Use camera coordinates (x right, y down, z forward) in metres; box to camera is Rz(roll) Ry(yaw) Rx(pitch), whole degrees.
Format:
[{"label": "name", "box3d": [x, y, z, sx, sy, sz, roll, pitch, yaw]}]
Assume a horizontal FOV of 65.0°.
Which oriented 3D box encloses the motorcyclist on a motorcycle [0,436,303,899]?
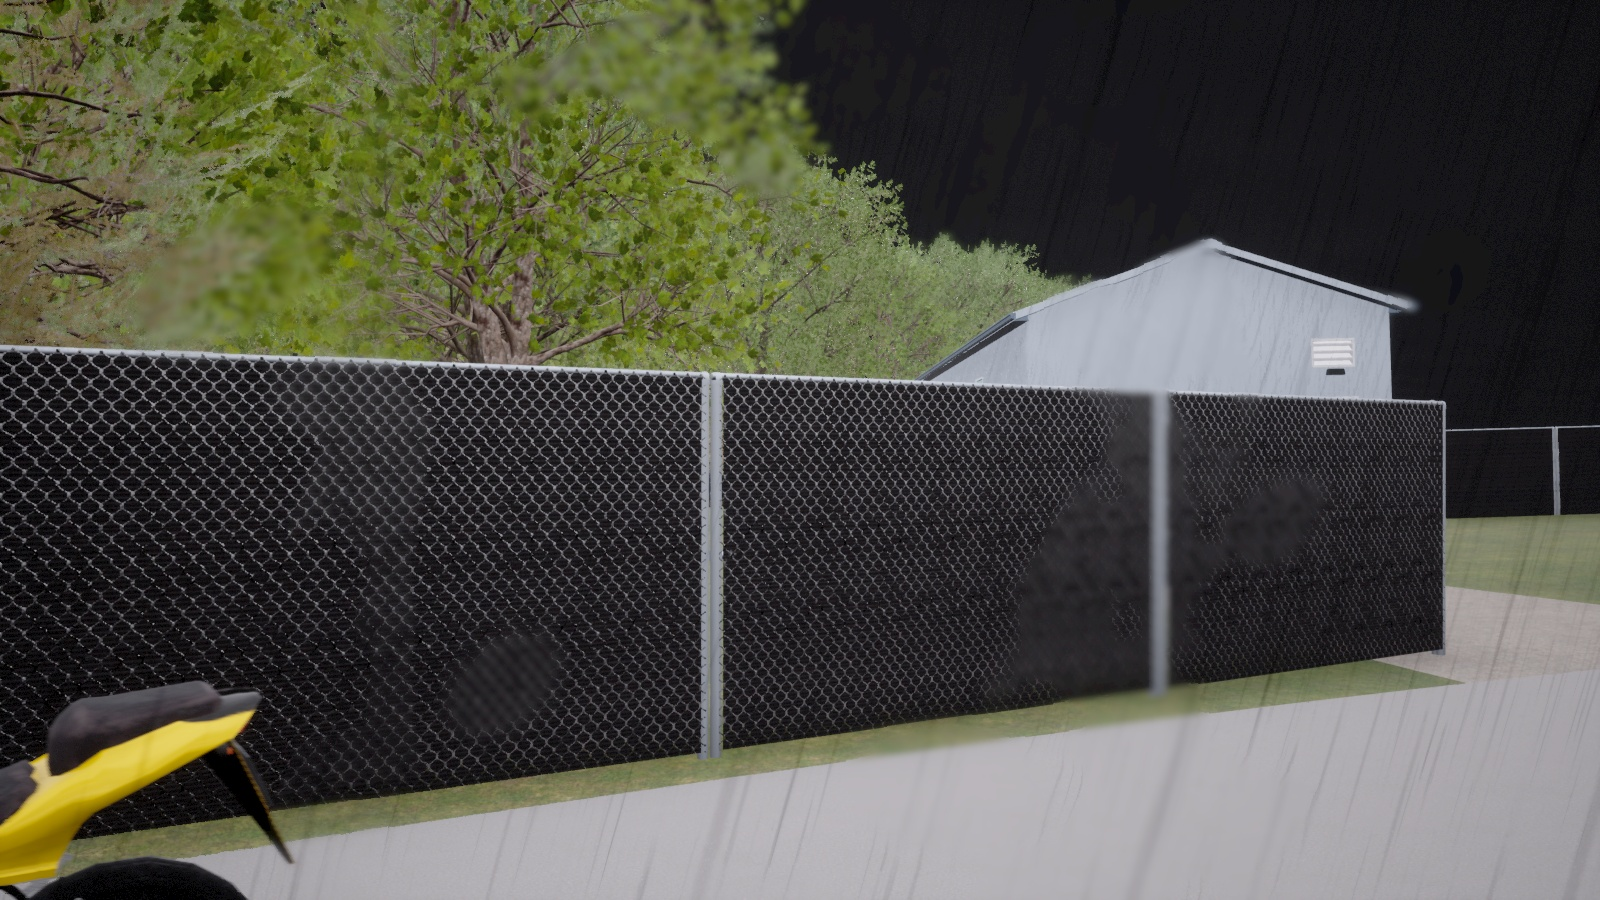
[{"label": "motorcyclist on a motorcycle", "box3d": [-2.058, 0.738, 2.258, 2.044, 1.523, 0.797, 0, 0, -33]}]
